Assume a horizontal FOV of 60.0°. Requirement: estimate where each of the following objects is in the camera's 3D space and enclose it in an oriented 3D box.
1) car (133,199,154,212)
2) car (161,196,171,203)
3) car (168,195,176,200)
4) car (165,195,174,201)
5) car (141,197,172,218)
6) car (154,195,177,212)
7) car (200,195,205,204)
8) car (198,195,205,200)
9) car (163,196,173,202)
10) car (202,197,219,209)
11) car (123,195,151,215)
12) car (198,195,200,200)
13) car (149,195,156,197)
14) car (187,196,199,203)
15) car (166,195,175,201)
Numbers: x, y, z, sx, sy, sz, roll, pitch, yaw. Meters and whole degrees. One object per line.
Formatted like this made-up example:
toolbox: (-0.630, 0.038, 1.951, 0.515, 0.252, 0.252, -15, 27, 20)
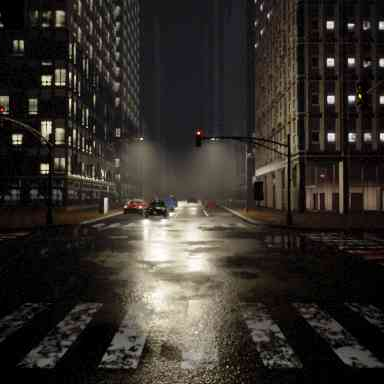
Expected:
car: (-5.695, 1.597, 39.297, 1.802, 1.307, 4.206, 1, 0, 0)
car: (-5.709, 1.573, 72.748, 1.887, 1.381, 4.507, 1, 0, 0)
car: (-5.720, 1.605, 95.049, 1.947, 1.339, 4.313, 1, 0, 0)
car: (-5.714, 1.578, 83.898, 1.887, 1.381, 4.507, 1, 0, 0)
car: (-3.112, 1.516, 30.305, 1.837, 1.490, 4.892, 0, 0, 0)
car: (-3.115, 1.493, 39.810, 1.882, 1.535, 5.008, 0, 0, 0)
car: (2.679, 1.547, 56.263, 1.752, 1.417, 4.829, 1, 0, 0)
car: (2.661, 1.583, 95.134, 1.887, 1.381, 4.507, 1, 0, 0)
car: (-5.712, 1.582, 78.323, 2.008, 1.369, 4.403, 1, 0, 0)
car: (2.683, 1.599, 44.938, 1.802, 1.307, 4.206, 1, 0, 0)
car: (-5.689, 1.453, 33.722, 1.967, 1.590, 4.097, 1, 0, 0)
car: (2.676, 1.590, 61.671, 1.947, 1.339, 4.313, 1, 0, 0)
car: (-5.692, 1.332, 44.872, 2.192, 1.841, 5.009, 1, 0, 0)
car: (0.069, 1.590, 67.754, 1.994, 1.385, 4.181, 0, 0, 0)
car: (-5.717, 1.587, 89.473, 2.008, 1.369, 4.403, 1, 0, 0)
